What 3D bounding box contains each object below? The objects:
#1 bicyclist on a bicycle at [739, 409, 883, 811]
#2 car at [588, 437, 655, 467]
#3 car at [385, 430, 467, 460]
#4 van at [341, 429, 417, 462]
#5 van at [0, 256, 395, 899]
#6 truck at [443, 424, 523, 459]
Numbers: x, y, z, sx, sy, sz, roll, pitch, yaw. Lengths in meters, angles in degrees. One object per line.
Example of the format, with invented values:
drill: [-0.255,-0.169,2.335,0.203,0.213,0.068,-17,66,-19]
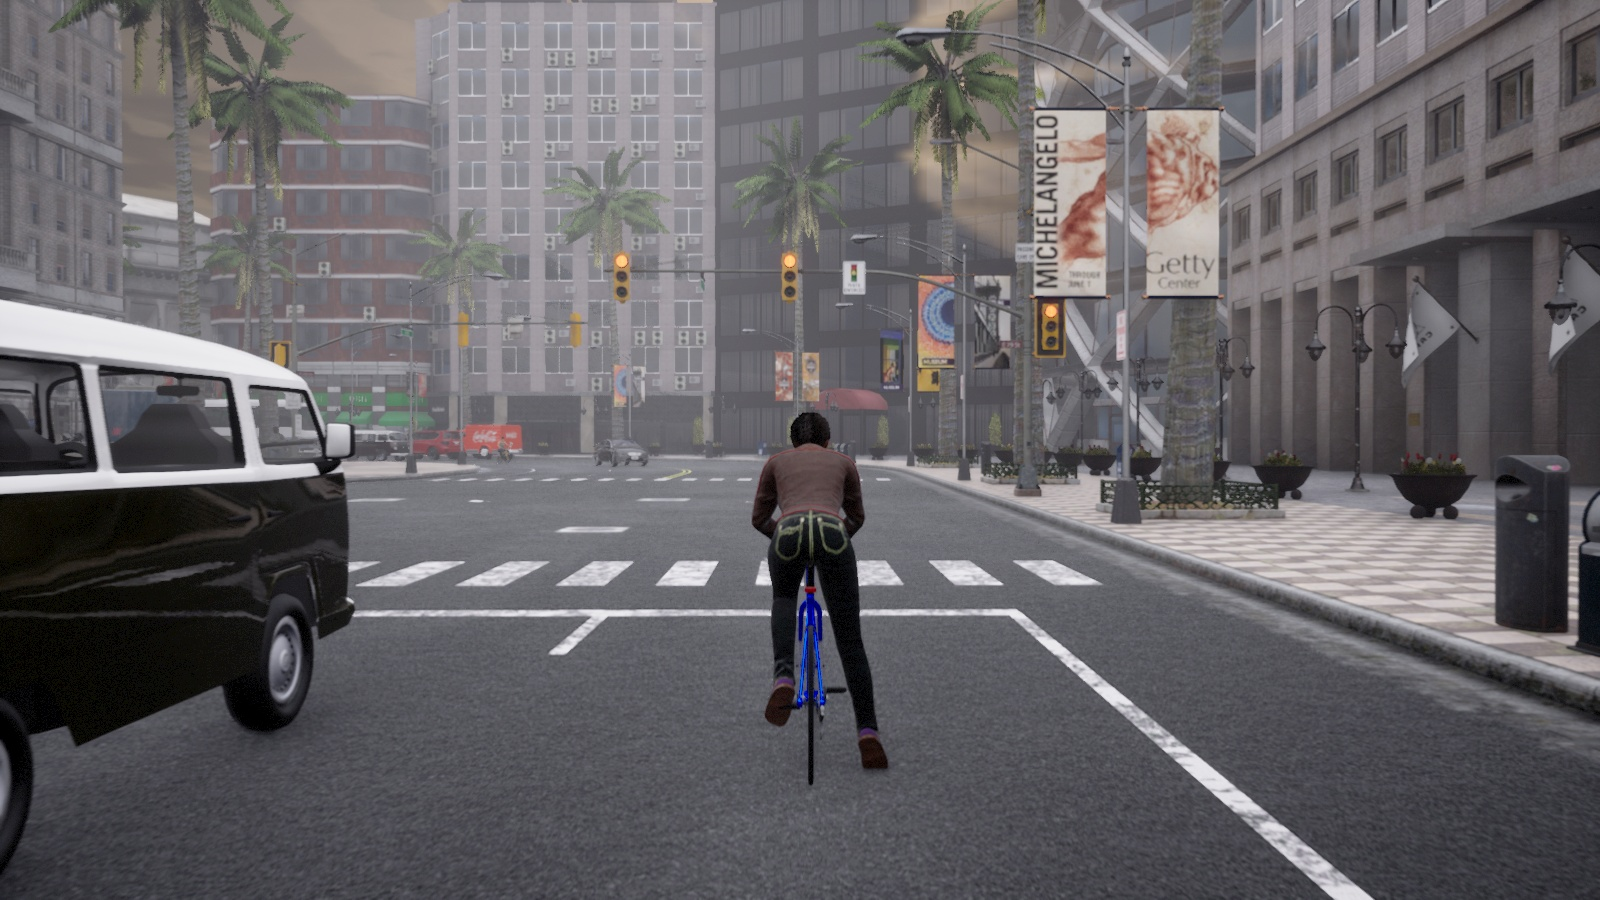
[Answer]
bicyclist on a bicycle: [0.048,0.643,5.893,0.582,1.620,1.656,0,0,0]
car: [-9.490,0.064,66.529,2.128,1.511,4.902,0,1,-26]
car: [-26.126,-0.387,87.730,5.566,2.045,2.150,0,1,27]
van: [-26.915,-0.312,80.211,4.480,2.038,2.069,0,0,28]
van: [-3.450,0.417,5.233,2.069,2.038,4.480,0,1,0]
truck: [-22.681,-0.611,89.891,5.204,2.467,2.627,0,1,29]
